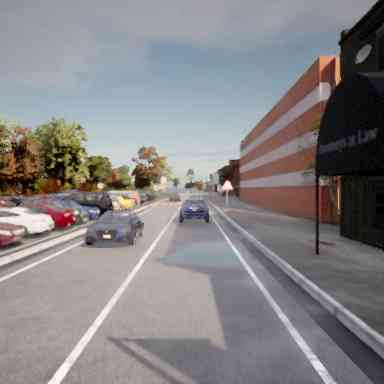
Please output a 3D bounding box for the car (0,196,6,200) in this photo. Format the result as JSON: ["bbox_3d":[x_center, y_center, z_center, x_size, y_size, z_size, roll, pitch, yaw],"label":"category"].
[{"bbox_3d":[-21.806,1.237,33.216,5.008,1.535,2.097,0,1,0],"label":"car"}]

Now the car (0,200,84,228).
[{"bbox_3d":[-9.271,1.417,19.239,5.008,1.535,2.097,0,1,0],"label":"car"}]

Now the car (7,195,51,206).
[{"bbox_3d":[-21.794,1.120,44.634,4.792,1.488,2.163,0,1,0],"label":"car"}]

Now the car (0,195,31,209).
[{"bbox_3d":[-21.778,1.164,38.862,5.008,1.535,2.097,0,1,0],"label":"car"}]

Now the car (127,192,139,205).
[{"bbox_3d":[-9.400,1.160,39.018,5.366,1.575,1.946,0,1,0],"label":"car"}]

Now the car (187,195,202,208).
[{"bbox_3d":[0.306,1.174,42.907,1.837,1.490,4.892,0,1,1],"label":"car"}]

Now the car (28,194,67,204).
[{"bbox_3d":[-21.742,1.017,50.280,5.008,1.535,2.097,0,1,0],"label":"car"}]

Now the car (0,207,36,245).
[{"bbox_3d":[-9.297,1.525,13.580,4.674,1.452,2.002,0,1,0],"label":"car"}]

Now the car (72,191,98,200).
[{"bbox_3d":[-21.636,0.652,67.228,4.553,1.767,2.185,0,0,0],"label":"car"}]

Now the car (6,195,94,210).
[{"bbox_3d":[-9.299,1.255,22.063,4.553,1.767,2.185,0,1,0],"label":"car"}]

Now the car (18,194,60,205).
[{"bbox_3d":[-21.751,1.054,47.457,5.008,1.535,2.097,0,1,0],"label":"car"}]

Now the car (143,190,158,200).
[{"bbox_3d":[-9.146,0.906,58.795,5.008,1.535,2.097,0,1,0],"label":"car"}]

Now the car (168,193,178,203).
[{"bbox_3d":[-2.946,1.009,57.004,1.837,1.490,4.892,0,1,1],"label":"car"}]

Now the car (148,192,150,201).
[{"bbox_3d":[-9.181,1.058,50.320,4.674,1.452,2.002,0,1,0],"label":"car"}]

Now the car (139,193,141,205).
[{"bbox_3d":[-9.203,1.167,41.843,4.674,1.452,2.002,0,1,0],"label":"car"}]

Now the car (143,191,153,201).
[{"bbox_3d":[-9.167,1.021,53.146,4.674,1.452,2.002,0,1,0],"label":"car"}]

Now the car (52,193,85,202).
[{"bbox_3d":[-21.731,0.907,58.751,4.892,1.521,2.231,0,1,0],"label":"car"}]

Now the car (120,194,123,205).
[{"bbox_3d":[-9.426,1.269,30.542,5.366,1.575,1.946,0,1,0],"label":"car"}]

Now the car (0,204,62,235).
[{"bbox_3d":[-9.283,1.494,16.414,4.674,1.452,2.002,0,1,0],"label":"car"}]

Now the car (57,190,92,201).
[{"bbox_3d":[-21.689,0.617,61.447,5.566,2.045,2.435,0,1,0],"label":"car"}]

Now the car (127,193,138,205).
[{"bbox_3d":[-9.038,1.196,36.191,5.366,1.575,1.946,0,1,0],"label":"car"}]

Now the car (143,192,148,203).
[{"bbox_3d":[-9.158,1.083,47.494,4.792,1.488,2.163,0,1,0],"label":"car"}]

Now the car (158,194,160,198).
[{"bbox_3d":[-9.106,0.574,64.444,5.566,2.045,2.435,0,1,0],"label":"car"}]

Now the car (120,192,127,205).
[{"bbox_3d":[-9.263,1.110,33.365,4.553,1.767,2.185,0,1,0],"label":"car"}]

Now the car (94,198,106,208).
[{"bbox_3d":[-9.261,1.385,24.891,4.674,1.452,2.002,0,1,0],"label":"car"}]

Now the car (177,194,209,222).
[{"bbox_3d":[0.176,1.225,25.090,2.097,1.767,4.553,0,1,0],"label":"car"}]

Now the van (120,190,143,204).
[{"bbox_3d":[-9.313,0.864,44.666,4.442,1.987,1.878,0,1,0],"label":"van"}]

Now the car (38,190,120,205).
[{"bbox_3d":[-9.278,1.057,27.712,5.566,2.045,2.435,0,1,0],"label":"car"}]

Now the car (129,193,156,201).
[{"bbox_3d":[-9.140,0.906,61.623,4.674,1.452,2.002,0,1,0],"label":"car"}]

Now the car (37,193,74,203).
[{"bbox_3d":[-21.735,0.982,53.104,4.892,1.521,2.231,0,1,0],"label":"car"}]

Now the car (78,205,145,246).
[{"bbox_3d":[-3.319,1.522,14.958,1.994,1.385,4.181,0,0,0],"label":"car"}]
